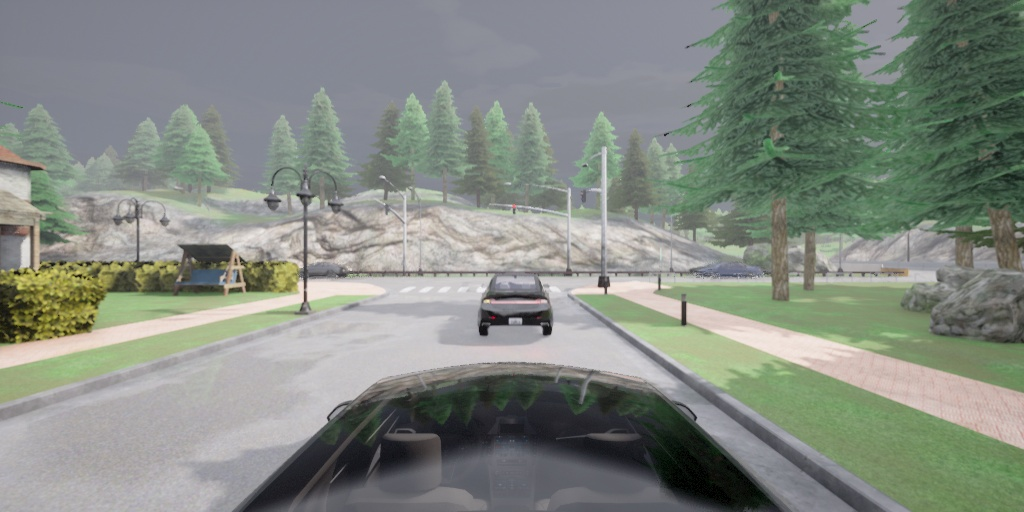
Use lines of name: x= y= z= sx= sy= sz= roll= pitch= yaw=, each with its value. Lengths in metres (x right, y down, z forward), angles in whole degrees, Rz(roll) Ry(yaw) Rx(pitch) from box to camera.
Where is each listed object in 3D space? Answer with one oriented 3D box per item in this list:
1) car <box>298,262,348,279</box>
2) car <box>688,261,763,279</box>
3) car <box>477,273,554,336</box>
car: x=-15.875 y=1.163 z=29.631 sx=4.181 sy=1.385 sz=1.994 roll=0 pitch=0 yaw=0
car: x=17.510 y=1.147 z=29.525 sx=5.357 sy=1.411 sz=2.033 roll=0 pitch=0 yaw=0
car: x=0.099 y=1.245 z=10.408 sx=2.128 sy=1.511 sz=4.902 roll=0 pitch=0 yaw=1
